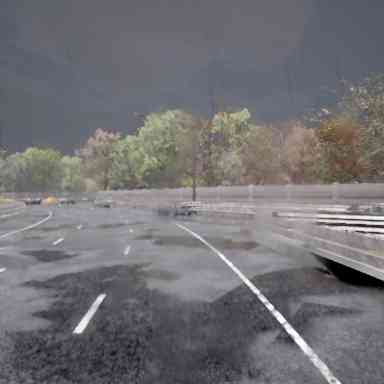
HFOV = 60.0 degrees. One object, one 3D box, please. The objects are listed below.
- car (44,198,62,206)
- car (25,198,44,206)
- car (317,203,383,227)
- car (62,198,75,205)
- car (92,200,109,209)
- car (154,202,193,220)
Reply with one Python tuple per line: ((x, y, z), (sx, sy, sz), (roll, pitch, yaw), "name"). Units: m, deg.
((-30.658, 2.098, 71.967), (1.882, 1.535, 5.008), (0, -1, -43), "car")
((-33.289, 2.099, 69.659), (1.882, 1.535, 5.008), (0, -1, -43), "car")
((9.250, 1.388, 18.168), (4.553, 1.767, 2.097), (0, 0, 39), "car")
((-27.639, 2.130, 73.920), (1.837, 1.490, 4.892), (0, -1, -43), "car")
((-15.863, 2.077, 57.790), (1.994, 1.385, 4.181), (0, -1, -31), "car")
((-1.791, 1.714, 30.967), (2.128, 1.511, 4.902), (-1, 0, -34), "car")
